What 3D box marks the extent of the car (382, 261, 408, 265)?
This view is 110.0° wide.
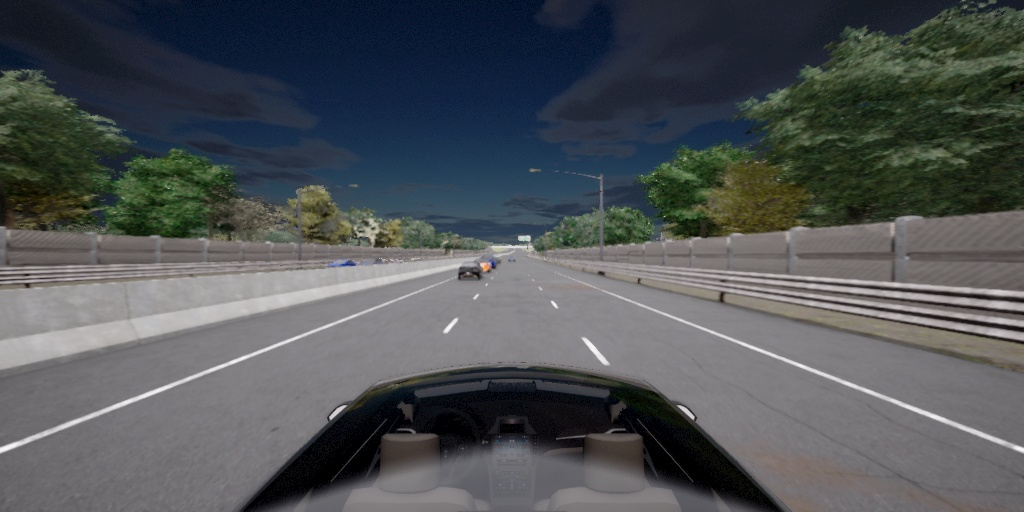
[{"bbox_3d":[-14.071,1.293,44.667,1.895,1.301,4.718,0,0,0],"label":"car"}]

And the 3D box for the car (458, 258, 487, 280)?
[{"bbox_3d":[-3.509,1.209,31.155,1.882,1.535,5.008,0,0,0],"label":"car"}]

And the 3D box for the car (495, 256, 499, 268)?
[{"bbox_3d":[-3.515,0.881,53.189,2.150,2.045,5.566,0,0,0],"label":"car"}]

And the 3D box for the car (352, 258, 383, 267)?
[{"bbox_3d":[-17.572,1.043,44.767,2.097,1.767,4.553,0,0,0],"label":"car"}]

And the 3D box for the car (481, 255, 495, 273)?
[{"bbox_3d":[-3.512,1.054,42.125,2.097,1.767,4.553,0,0,0],"label":"car"}]

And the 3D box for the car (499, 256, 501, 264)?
[{"bbox_3d":[-3.519,1.104,64.157,2.128,1.511,4.902,0,0,0],"label":"car"}]

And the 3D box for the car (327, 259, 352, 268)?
[{"bbox_3d":[-21.070,1.169,44.617,1.882,1.535,5.008,0,0,0],"label":"car"}]
